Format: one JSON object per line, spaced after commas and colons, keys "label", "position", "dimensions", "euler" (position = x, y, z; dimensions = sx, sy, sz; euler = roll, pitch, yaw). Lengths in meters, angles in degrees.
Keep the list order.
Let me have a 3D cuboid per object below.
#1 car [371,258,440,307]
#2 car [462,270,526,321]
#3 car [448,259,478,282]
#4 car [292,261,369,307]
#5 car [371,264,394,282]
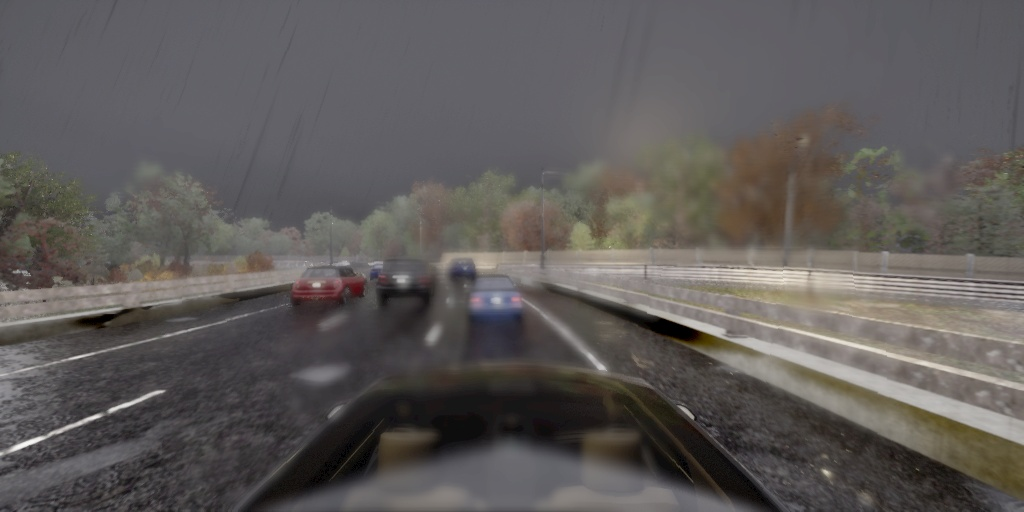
{"label": "car", "position": [-4.637, 1.122, 16.675], "dimensions": [2.150, 2.045, 5.566], "euler": [0, -1, -8]}
{"label": "car", "position": [-0.669, 1.402, 13.070], "dimensions": [2.033, 1.411, 5.357], "euler": [0, 0, -6]}
{"label": "car", "position": [-4.561, 1.268, 32.987], "dimensions": [2.150, 2.045, 5.566], "euler": [0, -1, -17]}
{"label": "car", "position": [-8.216, 1.267, 16.721], "dimensions": [2.097, 1.767, 4.553], "euler": [0, -1, -8]}
{"label": "car", "position": [-12.346, 1.565, 34.337], "dimensions": [1.882, 1.535, 5.008], "euler": [0, -1, -18]}
